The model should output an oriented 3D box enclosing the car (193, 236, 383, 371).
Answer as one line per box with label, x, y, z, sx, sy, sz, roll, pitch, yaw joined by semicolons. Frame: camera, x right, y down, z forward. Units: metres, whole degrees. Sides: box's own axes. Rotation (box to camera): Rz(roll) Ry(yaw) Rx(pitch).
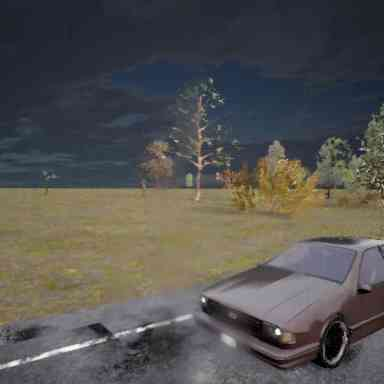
car;2.639;1.537;5.878;5.357;1.411;2.033;0;0;-35
